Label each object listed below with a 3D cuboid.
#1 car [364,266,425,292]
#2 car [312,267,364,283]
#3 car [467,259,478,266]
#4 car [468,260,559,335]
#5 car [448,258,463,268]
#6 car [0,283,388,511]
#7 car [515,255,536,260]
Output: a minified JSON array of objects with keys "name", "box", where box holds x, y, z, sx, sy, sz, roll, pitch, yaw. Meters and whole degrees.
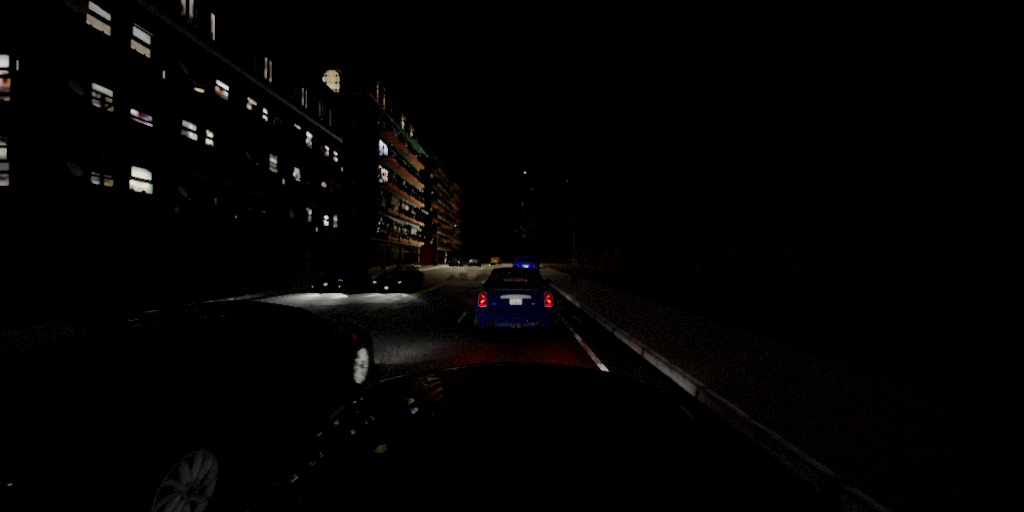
[{"name":"car","box":[-6.624,1.297,21.550,2.033,1.411,5.357,0,0,0]},{"name":"car","box":[-9.872,1.313,20.988,1.994,1.385,4.181,0,0,0]},{"name":"car","box":[-6.622,1.288,63.075,2.033,1.411,5.357,0,0,0]},{"name":"car","box":[0.091,1.102,10.604,2.097,1.767,4.553,0,0,0]},{"name":"car","box":[-9.874,1.093,63.157,2.097,1.767,4.553,0,0,0]},{"name":"car","box":[-3.152,1.254,3.883,1.837,1.490,4.892,0,0,0]},{"name":"car","box":[1.108,0.974,30.559,2.150,2.045,5.566,0,0,0]}]
